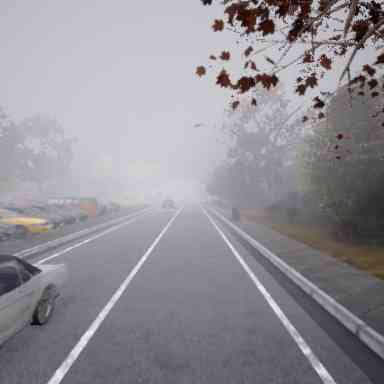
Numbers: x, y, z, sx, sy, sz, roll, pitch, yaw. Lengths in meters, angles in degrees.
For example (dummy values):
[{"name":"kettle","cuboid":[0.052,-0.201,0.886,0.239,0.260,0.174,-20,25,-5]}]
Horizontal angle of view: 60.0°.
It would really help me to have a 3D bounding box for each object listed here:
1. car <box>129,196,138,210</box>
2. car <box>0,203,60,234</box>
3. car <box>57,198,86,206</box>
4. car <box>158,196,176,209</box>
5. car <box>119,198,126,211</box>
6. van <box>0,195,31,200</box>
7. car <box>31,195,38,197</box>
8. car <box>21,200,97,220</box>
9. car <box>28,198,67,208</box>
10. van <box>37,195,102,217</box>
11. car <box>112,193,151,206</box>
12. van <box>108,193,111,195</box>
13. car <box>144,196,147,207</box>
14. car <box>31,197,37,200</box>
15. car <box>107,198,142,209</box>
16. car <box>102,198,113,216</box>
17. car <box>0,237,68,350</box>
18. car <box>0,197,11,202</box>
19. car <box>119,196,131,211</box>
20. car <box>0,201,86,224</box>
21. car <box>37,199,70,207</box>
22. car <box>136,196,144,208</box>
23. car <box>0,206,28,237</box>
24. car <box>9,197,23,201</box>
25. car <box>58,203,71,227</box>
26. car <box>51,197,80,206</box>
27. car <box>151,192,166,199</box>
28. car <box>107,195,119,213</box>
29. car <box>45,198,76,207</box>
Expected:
[{"name":"car","cuboid":[-10.060,1.648,42.165,5.366,1.575,1.946,0,-1,0]},{"name":"car","cuboid":[-10.092,1.527,17.311,5.366,1.575,1.946,0,0,0]},{"name":"car","cuboid":[-23.291,1.913,64.383,5.008,1.535,2.097,0,-1,0]},{"name":"car","cuboid":[-3.411,1.702,48.515,1.837,1.490,4.892,0,-1,0]},{"name":"car","cuboid":[-10.246,1.604,36.745,4.892,1.521,2.231,0,-1,0]},{"name":"van","cuboid":[-23.442,1.424,42.226,4.442,1.987,1.878,0,-1,0]},{"name":"car","cuboid":[-23.346,1.464,47.890,5.566,2.045,2.435,0,-1,0]},{"name":"car","cuboid":[-10.238,1.588,25.640,4.792,1.488,2.163,0,0,0]},{"name":"car","cuboid":[-23.125,1.779,53.426,5.366,1.575,1.946,0,-1,0]},{"name":"van","cuboid":[-10.380,1.341,28.417,4.442,1.987,1.878,0,0,0]},{"name":"car","cuboid":[-10.255,1.565,56.169,5.566,2.045,2.435,0,-1,0]},{"name":"van","cuboid":[-23.397,1.230,91.481,4.442,1.987,1.878,1,0,0]},{"name":"car","cuboid":[-10.416,1.780,53.390,5.366,1.575,1.946,0,-1,0]},{"name":"car","cuboid":[-23.293,1.712,45.117,4.792,1.488,2.163,0,-1,0]},{"name":"car","cuboid":[-10.240,1.751,50.614,4.892,1.521,2.231,0,-1,0]},{"name":"car","cuboid":[-10.289,1.606,31.193,4.792,1.488,2.163,0,0,0]},{"name":"car","cuboid":[-3.353,1.597,4.270,1.895,1.301,4.718,0,0,0]},{"name":"car","cuboid":[-23.361,1.632,36.814,4.792,1.488,2.163,0,0,0]},{"name":"car","cuboid":[-10.434,1.622,39.513,5.366,1.575,1.946,0,-1,0]},{"name":"car","cuboid":[-10.241,1.578,22.864,4.792,1.488,2.163,0,0,0]},{"name":"car","cuboid":[-23.304,1.855,56.196,4.674,1.452,2.002,0,-1,0]},{"name":"car","cuboid":[-10.052,1.714,47.838,5.366,1.575,1.946,0,-1,0]},{"name":"car","cuboid":[-10.288,1.522,14.536,4.892,1.521,2.231,0,0,0]},{"name":"car","cuboid":[-23.357,1.652,39.453,4.792,1.488,2.163,0,-1,0]},{"name":"car","cuboid":[-10.245,1.569,20.088,4.792,1.488,2.163,0,0,0]},{"name":"car","cuboid":[-23.331,1.755,61.613,4.553,1.767,2.185,0,-1,0]},{"name":"car","cuboid":[-10.415,1.485,91.535,4.792,1.488,2.163,0,0,0]},{"name":"car","cuboid":[-10.287,1.463,33.967,4.553,1.767,2.185,0,0,0]},{"name":"car","cuboid":[-23.274,1.878,58.966,4.792,1.488,2.163,0,-1,0]}]
